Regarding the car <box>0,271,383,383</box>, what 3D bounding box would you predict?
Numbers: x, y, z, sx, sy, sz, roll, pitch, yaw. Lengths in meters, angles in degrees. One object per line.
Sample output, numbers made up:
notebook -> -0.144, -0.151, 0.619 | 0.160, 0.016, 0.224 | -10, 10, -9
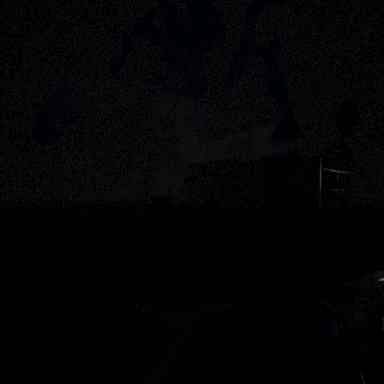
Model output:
car -> -0.097, 1.549, 2.899 | 5.357, 1.411, 2.033 | 0, 0, -40
